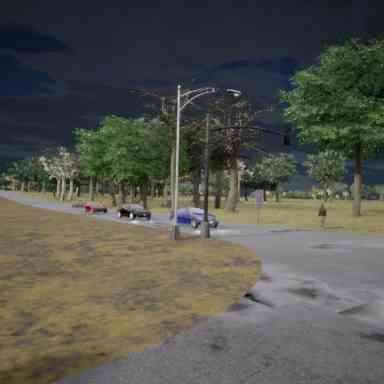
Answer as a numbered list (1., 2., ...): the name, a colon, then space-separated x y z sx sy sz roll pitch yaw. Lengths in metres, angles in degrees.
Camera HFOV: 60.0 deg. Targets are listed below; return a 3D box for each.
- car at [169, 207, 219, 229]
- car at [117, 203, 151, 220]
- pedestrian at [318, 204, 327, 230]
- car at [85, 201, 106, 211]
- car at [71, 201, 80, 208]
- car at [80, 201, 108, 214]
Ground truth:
1. car: 0.019 1.789 24.026 1.812 1.442 4.674 3 -2 -33
2. car: -5.729 1.866 32.647 1.882 1.535 5.008 3 -2 -34
3. pedestrian: 9.297 1.749 23.805 0.375 1.860 0.375 2 -1 -34
4. car: -15.809 2.286 54.462 1.994 1.385 4.181 3 -2 -35
5. car: -21.363 2.341 62.775 1.994 1.385 4.181 3 -2 -34
6. car: -12.367 1.973 42.633 1.882 1.535 5.008 3 -2 -33
